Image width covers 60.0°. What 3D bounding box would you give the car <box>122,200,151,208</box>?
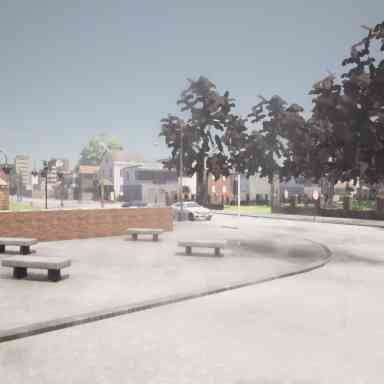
[{"bbox_3d":[-5.865,1.564,35.163,1.994,1.385,4.181,0,0,-35],"label":"car"}]

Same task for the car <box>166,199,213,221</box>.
[{"bbox_3d":[-0.267,1.526,27.279,1.812,1.442,4.674,0,0,-36],"label":"car"}]

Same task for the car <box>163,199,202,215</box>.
[{"bbox_3d":[-1.092,1.505,35.627,1.837,1.490,4.892,0,0,-36],"label":"car"}]
